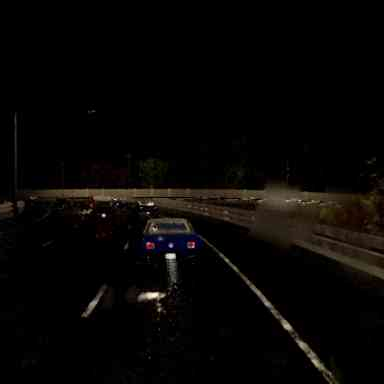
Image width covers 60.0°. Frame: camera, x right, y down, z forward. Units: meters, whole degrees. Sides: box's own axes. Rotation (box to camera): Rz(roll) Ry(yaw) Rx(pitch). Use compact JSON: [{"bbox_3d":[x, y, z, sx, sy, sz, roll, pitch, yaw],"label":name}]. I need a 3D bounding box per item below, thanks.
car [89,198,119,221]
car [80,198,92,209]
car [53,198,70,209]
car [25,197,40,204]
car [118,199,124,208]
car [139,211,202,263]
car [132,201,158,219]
[{"bbox_3d":[-7.378,1.547,27.849,1.837,1.490,4.892,0,0,-15],"label":"car"},{"bbox_3d":[-14.617,1.608,47.143,1.812,1.442,4.674,0,0,-25],"label":"car"},{"bbox_3d":[-18.051,1.600,46.214,1.837,1.490,4.892,0,0,-26],"label":"car"},{"bbox_3d":[-33.202,1.694,69.059,2.128,1.511,4.902,0,0,-42],"label":"car"},{"bbox_3d":[-11.078,1.631,47.801,1.994,1.385,4.181,0,0,-25],"label":"car"},{"bbox_3d":[-0.867,1.610,12.043,1.895,1.301,4.718,0,0,-6],"label":"car"},{"bbox_3d":[-4.236,1.522,29.570,2.128,1.511,4.902,0,0,-15],"label":"car"}]
